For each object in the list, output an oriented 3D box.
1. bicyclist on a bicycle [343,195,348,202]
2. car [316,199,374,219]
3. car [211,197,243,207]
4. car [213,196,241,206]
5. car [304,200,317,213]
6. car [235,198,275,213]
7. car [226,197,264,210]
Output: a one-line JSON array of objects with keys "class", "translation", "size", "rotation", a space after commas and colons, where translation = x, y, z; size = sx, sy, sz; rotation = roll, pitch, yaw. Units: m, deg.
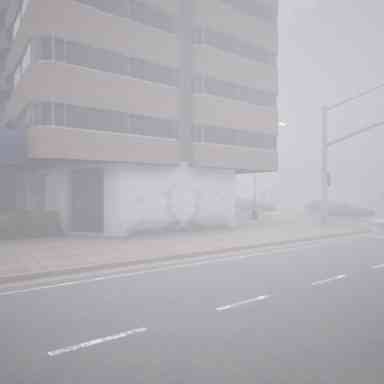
[{"class": "bicyclist on a bicycle", "translation": [22.040, 1.301, 47.694], "size": [1.656, 1.620, 0.582], "rotation": [0, 0, -36]}, {"class": "car", "translation": [13.460, 1.565, 28.917], "size": [1.994, 1.385, 4.181], "rotation": [0, 0, -36]}, {"class": "car", "translation": [5.435, 1.547, 52.198], "size": [2.033, 1.411, 5.357], "rotation": [0, 0, -36]}, {"class": "car", "translation": [5.987, 1.490, 57.383], "size": [2.128, 1.511, 4.902], "rotation": [0, 0, -36]}, {"class": "car", "translation": [14.001, 1.477, 34.124], "size": [1.882, 1.535, 5.008], "rotation": [0, 0, -36]}, {"class": "car", "translation": [7.283, 1.564, 37.425], "size": [1.994, 1.385, 4.181], "rotation": [0, 0, -35]}, {"class": "car", "translation": [6.954, 1.493, 43.831], "size": [2.128, 1.511, 4.902], "rotation": [0, 0, -36]}]
